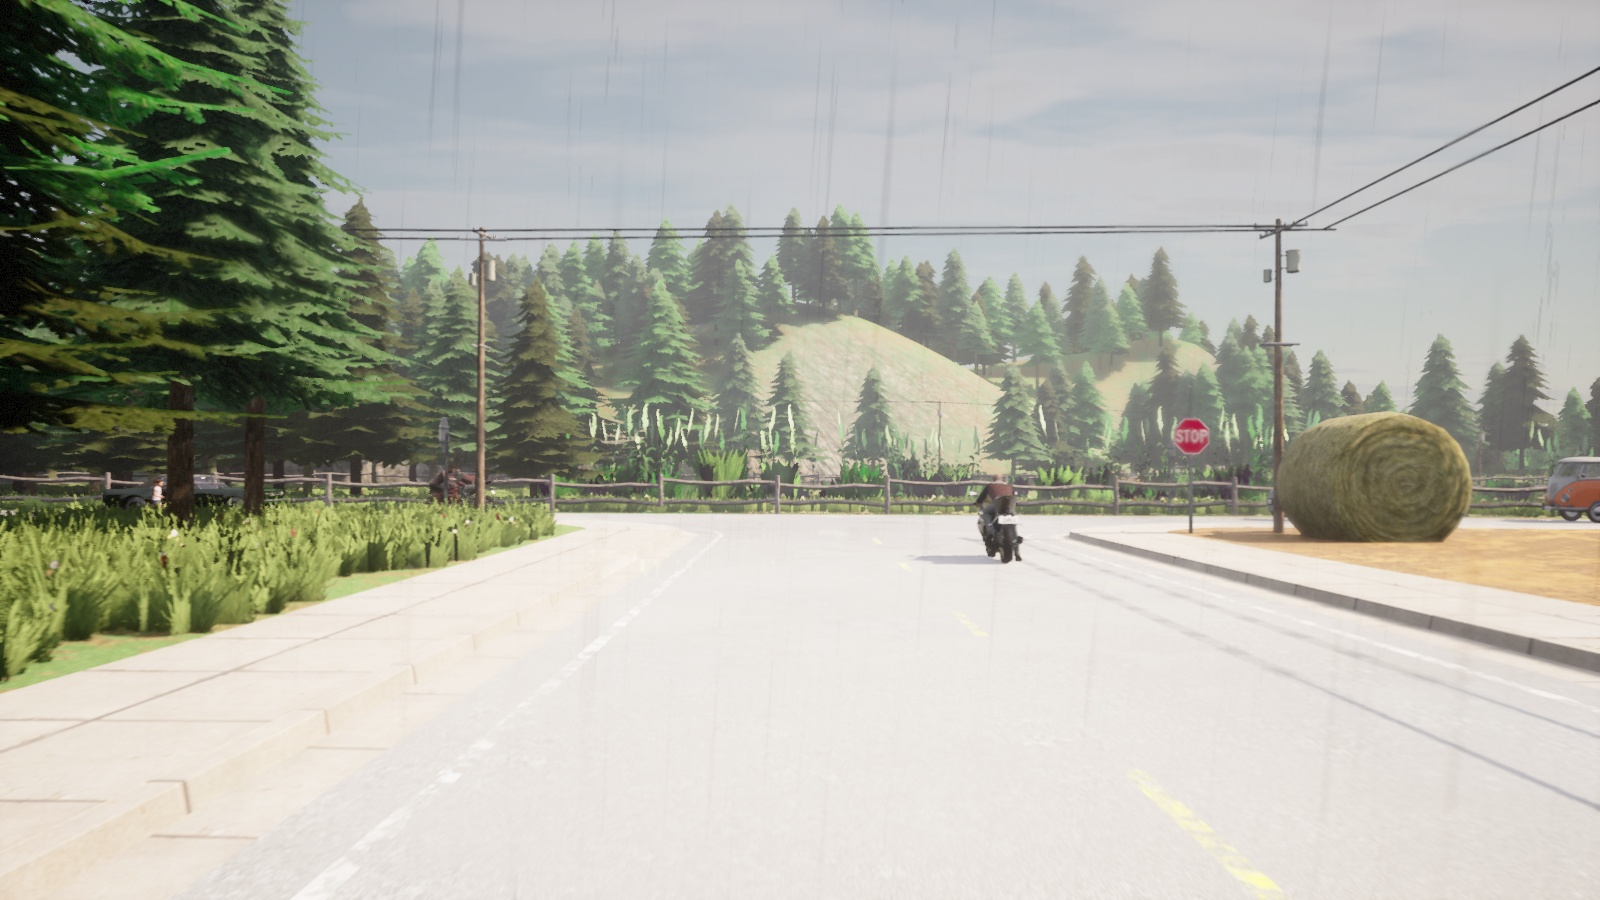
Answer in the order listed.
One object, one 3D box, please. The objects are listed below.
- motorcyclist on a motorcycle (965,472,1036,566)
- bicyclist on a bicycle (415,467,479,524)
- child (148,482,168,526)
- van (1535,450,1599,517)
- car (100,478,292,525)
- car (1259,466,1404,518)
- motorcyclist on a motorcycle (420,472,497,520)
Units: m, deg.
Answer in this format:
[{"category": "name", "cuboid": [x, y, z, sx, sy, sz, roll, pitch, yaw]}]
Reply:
[{"category": "motorcyclist on a motorcycle", "cuboid": [3.447, 1.160, 21.790, 0.866, 1.530, 2.191, 0, -1, 0]}, {"category": "bicyclist on a bicycle", "cuboid": [-10.227, 1.318, 36.401, 1.656, 1.620, 0.582, 0, -1, 3]}, {"category": "child", "cuboid": [-16.314, 1.362, 31.914, 0.394, 1.110, 0.255, 0, -1, 1]}, {"category": "van", "cuboid": [25.180, 1.004, 38.274, 4.442, 1.987, 1.775, 0, -1, 3]}, {"category": "car", "cuboid": [-17.590, 1.499, 36.732, 4.718, 1.301, 1.895, 0, -1, 2]}, {"category": "car", "cuboid": [16.324, 1.271, 38.681, 3.705, 1.549, 1.789, 0, -1, 3]}, {"category": "motorcyclist on a motorcycle", "cuboid": [-10.839, 1.455, 39.933, 2.191, 1.530, 0.866, 0, -1, 3]}]
